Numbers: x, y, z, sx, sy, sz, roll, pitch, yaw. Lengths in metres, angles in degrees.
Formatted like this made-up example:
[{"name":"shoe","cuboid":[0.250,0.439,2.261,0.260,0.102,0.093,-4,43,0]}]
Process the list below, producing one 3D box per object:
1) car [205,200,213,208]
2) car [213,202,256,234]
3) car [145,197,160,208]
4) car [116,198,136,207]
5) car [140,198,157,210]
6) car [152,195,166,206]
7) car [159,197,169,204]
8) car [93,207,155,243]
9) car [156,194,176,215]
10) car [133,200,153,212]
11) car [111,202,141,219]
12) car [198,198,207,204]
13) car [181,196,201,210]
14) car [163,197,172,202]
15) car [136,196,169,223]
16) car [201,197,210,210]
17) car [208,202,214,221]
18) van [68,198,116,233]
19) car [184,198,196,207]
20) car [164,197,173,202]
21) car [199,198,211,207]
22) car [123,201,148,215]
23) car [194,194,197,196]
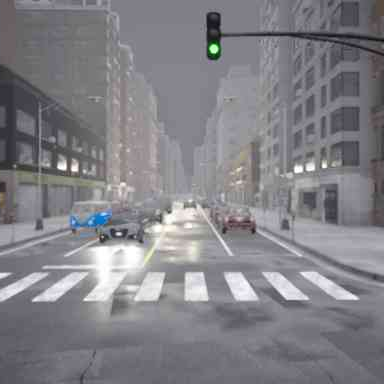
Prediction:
[{"name":"car","cuboid":[2.481,1.714,30.996,1.802,1.307,4.206,0,0,0]},{"name":"car","cuboid":[2.557,1.525,19.947,1.967,1.590,4.097,0,0,0]},{"name":"car","cuboid":[-6.195,1.673,53.024,1.967,1.590,4.097,0,0,0]},{"name":"car","cuboid":[-6.007,1.430,25.407,2.192,1.841,5.009,0,0,0]},{"name":"car","cuboid":[-6.157,1.650,47.501,1.967,1.590,4.097,0,0,0]},{"name":"car","cuboid":[-6.271,1.595,64.072,2.192,1.841,5.009,0,0,0]},{"name":"car","cuboid":[-6.346,1.893,75.117,1.947,1.339,4.313,0,0,0]},{"name":"car","cuboid":[-3.179,1.639,16.410,1.994,1.385,4.181,0,0,0]},{"name":"car","cuboid":[-3.306,1.383,36.828,2.150,2.045,5.566,0,0,0]},{"name":"car","cuboid":[-6.120,1.737,41.977,2.008,1.369,4.403,0,0,0]},{"name":"car","cuboid":[-6.044,1.705,30.930,1.947,1.339,4.313,0,0,0]},{"name":"car","cuboid":[2.218,1.879,69.670,1.802,1.307,4.206,0,0,0]},{"name":"car","cuboid":[-0.290,1.691,46.273,2.128,1.511,4.902,0,0,0]},{"name":"car","cuboid":[-6.421,1.924,86.164,2.008,1.369,4.403,0,0,0]},{"name":"car","cuboid":[-3.245,1.470,26.446,2.097,1.767,4.553,0,0,0]},{"name":"car","cuboid":[2.368,1.769,47.571,1.947,1.339,4.313,0,0,0]},{"name":"car","cuboid":[2.519,1.674,25.471,1.947,1.339,4.313,0,0,0]},{"name":"van","cuboid":[-5.969,1.433,19.884,1.690,1.788,3.998,0,0,0]},{"name":"car","cuboid":[-0.361,1.808,56.692,1.994,1.385,4.181,0,0,0]},{"name":"car","cuboid":[-6.458,1.962,91.688,1.947,1.339,4.313,0,0,0]},{"name":"car","cuboid":[2.293,1.795,58.621,1.887,1.381,4.507,0,0,0]},{"name":"car","cuboid":[-6.082,1.713,36.453,2.008,1.369,4.403,0,0,0]},{"name":"car","cuboid":[2.105,1.917,86.245,2.008,1.369,4.403,0,0,0]}]
